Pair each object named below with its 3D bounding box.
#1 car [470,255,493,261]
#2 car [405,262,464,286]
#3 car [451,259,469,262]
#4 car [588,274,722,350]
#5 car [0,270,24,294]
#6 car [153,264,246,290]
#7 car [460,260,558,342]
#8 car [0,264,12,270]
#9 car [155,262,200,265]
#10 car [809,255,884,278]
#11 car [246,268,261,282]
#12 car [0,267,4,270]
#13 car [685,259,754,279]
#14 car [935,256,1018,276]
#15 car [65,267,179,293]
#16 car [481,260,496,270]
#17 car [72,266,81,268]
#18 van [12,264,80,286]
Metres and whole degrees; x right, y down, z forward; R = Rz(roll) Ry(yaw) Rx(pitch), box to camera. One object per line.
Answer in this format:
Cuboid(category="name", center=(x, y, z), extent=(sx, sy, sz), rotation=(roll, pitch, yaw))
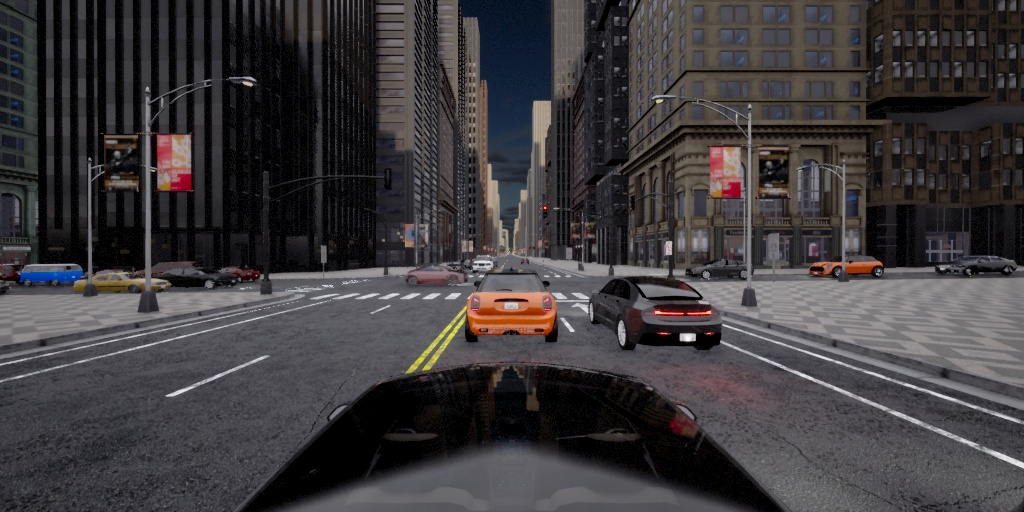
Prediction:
Cuboid(category="car", center=(-3.444, 0.956, 43.292), extent=(2.150, 2.045, 5.566), rotation=(0, 0, 0))
Cuboid(category="car", center=(-5.178, 1.308, 24.752), extent=(4.181, 1.385, 1.994), rotation=(0, 0, 0))
Cuboid(category="car", center=(-6.692, 1.299, 42.450), extent=(1.994, 1.385, 4.181), rotation=(0, 0, 0))
Cuboid(category="car", center=(3.236, 1.255, 9.036), extent=(1.837, 1.490, 4.892), rotation=(0, 0, 0))
Cuboid(category="car", center=(-33.819, 1.753, 22.083), extent=(4.403, 1.370, 2.007), rotation=(0, 0, 0))
Cuboid(category="car", center=(-21.730, 1.504, 24.746), extent=(5.008, 1.535, 1.882), rotation=(-1, 0, 0))
Cuboid(category="car", center=(-0.006, 1.102, 9.897), extent=(2.097, 1.767, 4.553), rotation=(0, 0, 0))
Cuboid(category="car", center=(-44.386, 1.624, 30.634), extent=(5.009, 1.841, 2.192), rotation=(0, 0, 0))
Cuboid(category="car", center=(-29.125, 1.418, 30.617), extent=(5.009, 1.841, 2.192), rotation=(0, 0, 0))
Cuboid(category="car", center=(25.956, 0.722, 27.978), extent=(4.553, 1.767, 2.097), rotation=(-1, 0, 0))
Cuboid(category="car", center=(-24.037, 1.579, 30.611), extent=(4.507, 1.381, 1.888), rotation=(0, 0, 0))
Cuboid(category="car", center=(-39.210, 1.757, 24.749), extent=(4.902, 1.511, 2.128), rotation=(-1, 0, 0))
Cuboid(category="car", center=(16.129, 1.006, 27.976), extent=(4.892, 1.490, 1.837), rotation=(-1, 0, 0))
Cuboid(category="car", center=(36.092, 0.726, 27.979), extent=(4.902, 1.511, 2.128), rotation=(-1, 0, 0))
Cuboid(category="car", center=(-23.878, 1.595, 22.084), extent=(4.829, 1.417, 1.751), rotation=(0, 0, 0))
Cuboid(category="car", center=(-3.451, 1.290, 53.264), extent=(1.994, 1.385, 4.181), rotation=(0, 0, 1))
Cuboid(category="car", center=(-34.212, 1.754, 30.622), extent=(4.207, 1.307, 1.802), rotation=(0, 0, 0))
Cuboid(category="van", center=(-39.299, 1.582, 30.628), extent=(3.998, 1.789, 1.690), rotation=(0, 0, 0))
